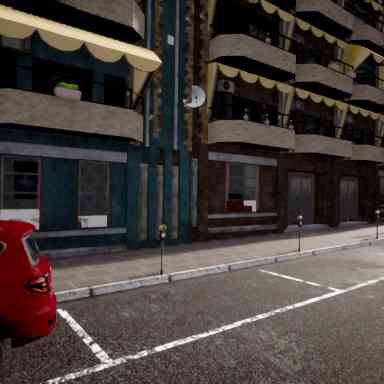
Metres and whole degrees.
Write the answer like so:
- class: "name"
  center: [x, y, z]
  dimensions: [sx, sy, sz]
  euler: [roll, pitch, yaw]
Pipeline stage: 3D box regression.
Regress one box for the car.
- class: "car"
  center: [-4.126, 1.315, 3.592]
  dimensions: [5.009, 1.841, 2.192]
  euler: [0, 1, -36]
